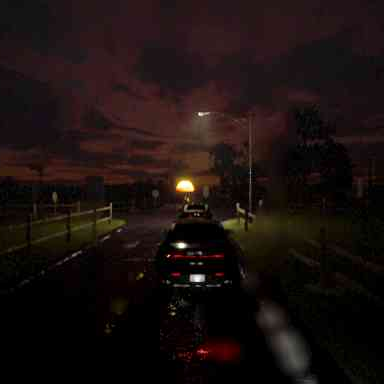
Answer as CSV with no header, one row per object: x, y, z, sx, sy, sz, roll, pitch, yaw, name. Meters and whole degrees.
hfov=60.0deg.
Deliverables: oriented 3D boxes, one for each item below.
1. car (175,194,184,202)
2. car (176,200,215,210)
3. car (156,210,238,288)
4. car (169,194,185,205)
-2.591,1.279,69.984,1.837,1.490,4.892,0,0,0,car
0.327,1.423,19.900,1.837,1.490,4.892,0,0,4,car
0.118,1.466,9.089,1.837,1.490,4.892,0,0,0,car
-2.696,1.377,55.247,1.994,1.385,4.181,0,0,0,car
